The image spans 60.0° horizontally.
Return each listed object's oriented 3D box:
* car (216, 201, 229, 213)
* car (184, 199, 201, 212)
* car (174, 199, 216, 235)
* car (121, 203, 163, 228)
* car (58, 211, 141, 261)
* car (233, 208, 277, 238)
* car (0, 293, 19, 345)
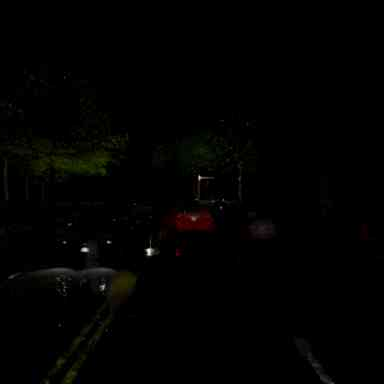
[{"bbox_3d":[3.349,1.748,40.253,1.994,1.385,4.181,0,0,0],"label":"car"},{"bbox_3d":[0.075,1.685,43.269,2.128,1.511,4.902,0,0,0],"label":"car"},{"bbox_3d":[0.099,1.449,19.643,2.097,1.767,4.553,0,0,0],"label":"car"},{"bbox_3d":[-3.340,1.591,23.239,1.882,1.535,5.008,0,0,0],"label":"car"},{"bbox_3d":[-3.344,1.625,12.371,1.994,1.385,4.181,0,0,0],"label":"car"},{"bbox_3d":[3.351,1.616,18.183,1.812,1.442,4.674,0,0,0],"label":"car"},{"bbox_3d":[-3.345,1.613,2.403,1.895,1.301,4.718,0,0,0],"label":"car"}]
